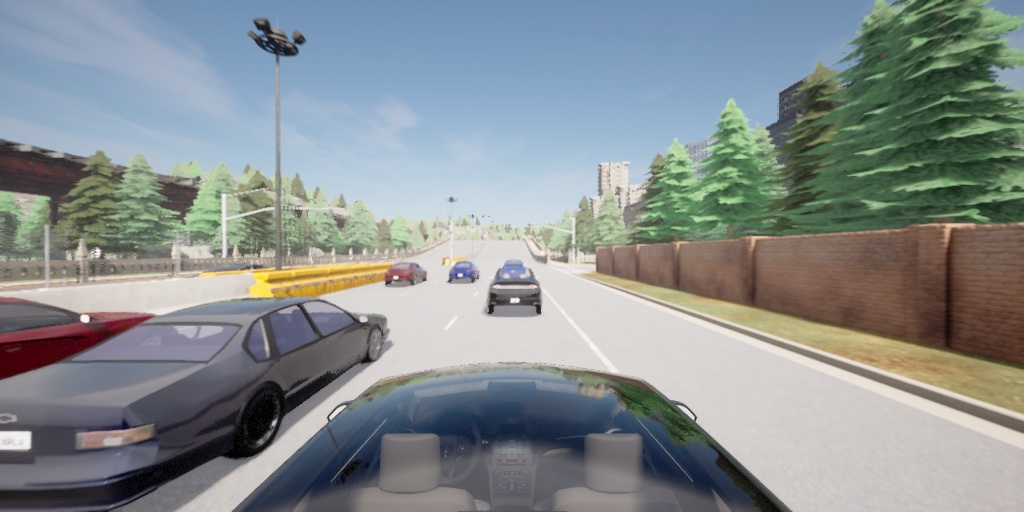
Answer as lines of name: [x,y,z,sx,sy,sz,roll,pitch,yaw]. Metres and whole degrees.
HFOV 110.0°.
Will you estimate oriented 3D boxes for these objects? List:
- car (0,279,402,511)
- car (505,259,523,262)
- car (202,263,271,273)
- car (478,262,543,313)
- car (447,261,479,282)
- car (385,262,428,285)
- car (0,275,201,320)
car: [-3.398,1.271,4.933,2.033,1.411,5.357,0,0,0]
car: [0.194,1.001,29.913,1.882,1.535,5.008,0,1,2]
car: [-14.006,1.142,18.118,1.837,1.490,4.892,0,0,0]
car: [0.096,1.148,13.451,2.128,1.511,4.902,0,1,0]
car: [-3.405,1.081,25.915,1.812,1.442,4.674,0,0,0]
car: [-6.903,1.099,23.653,1.812,1.442,4.674,0,0,0]
car: [-6.903,1.206,4.371,1.882,1.535,5.008,0,0,0]
